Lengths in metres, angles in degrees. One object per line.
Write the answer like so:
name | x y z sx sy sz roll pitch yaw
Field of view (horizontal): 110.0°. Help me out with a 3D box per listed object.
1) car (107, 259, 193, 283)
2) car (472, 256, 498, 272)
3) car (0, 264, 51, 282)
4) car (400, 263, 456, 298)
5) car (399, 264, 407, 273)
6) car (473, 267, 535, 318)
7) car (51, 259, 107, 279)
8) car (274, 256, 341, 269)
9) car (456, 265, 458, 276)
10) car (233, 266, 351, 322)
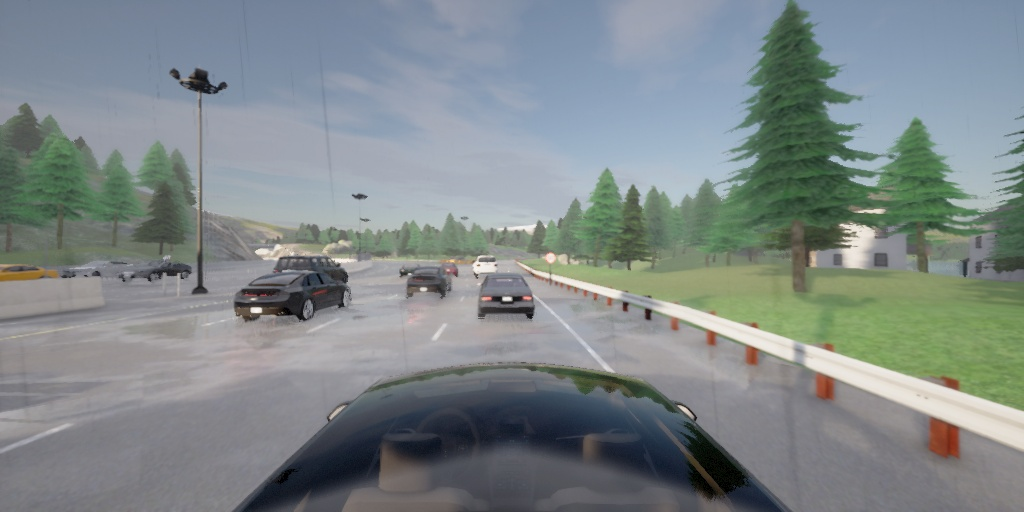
car | -26.204 1.051 26.551 2.128 1.511 4.902 0 0 -8
car | -2.614 0.998 34.691 2.150 2.045 5.566 0 0 -9
car | -32.885 1.293 23.177 1.882 1.535 5.008 0 0 -6
car | -4.227 1.273 18.777 1.837 1.490 4.892 0 0 -4
car | -9.779 1.389 35.183 1.895 1.301 4.718 0 0 -9
car | -0.284 1.306 12.984 2.033 1.411 5.357 0 0 -3
car | -29.673 0.952 26.082 1.812 1.442 4.674 0 0 -8
car | -11.390 1.002 20.576 2.150 2.045 5.566 0 0 -5
car | -6.486 1.348 36.543 1.994 1.385 4.181 0 0 -9
car | -7.291 1.274 12.468 1.837 1.490 4.892 0 0 -3
